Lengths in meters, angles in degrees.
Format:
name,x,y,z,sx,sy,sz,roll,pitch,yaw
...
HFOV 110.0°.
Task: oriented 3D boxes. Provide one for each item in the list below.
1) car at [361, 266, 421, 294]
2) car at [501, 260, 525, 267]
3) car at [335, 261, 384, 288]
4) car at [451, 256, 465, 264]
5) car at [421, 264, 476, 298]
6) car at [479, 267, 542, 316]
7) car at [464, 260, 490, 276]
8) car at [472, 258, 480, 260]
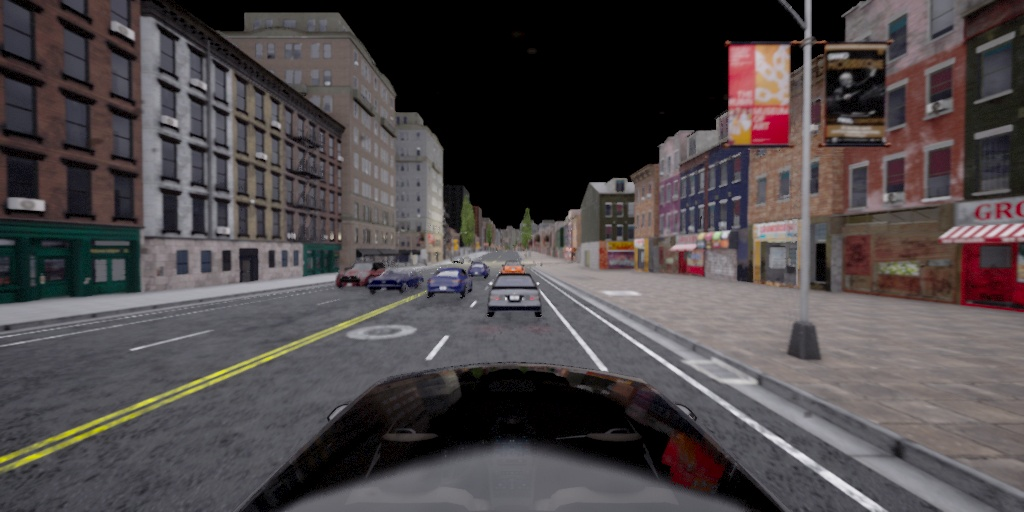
name,x,y,z,sx,sy,sz,roll,pitch,yaw
car,-6.601,1.403,20.639,1.895,1.301,4.718,0,0,0
car,0.093,1.172,32.920,2.097,1.767,4.553,0,0,0
car,-9.851,1.162,23.947,2.097,1.767,4.553,0,0,0
car,-9.749,0.713,64.694,2.097,1.767,4.553,0,0,0
car,-3.156,1.322,18.750,1.812,1.442,4.674,0,0,0
car,0.087,1.326,13.447,2.033,1.411,5.357,0,0,0
car,-3.154,1.346,34.137,1.812,1.442,4.674,0,0,0
car,-6.499,1.160,64.670,1.837,1.490,4.892,0,0,0
